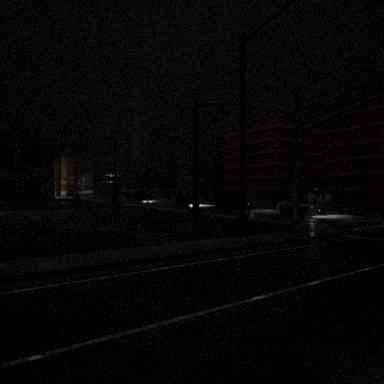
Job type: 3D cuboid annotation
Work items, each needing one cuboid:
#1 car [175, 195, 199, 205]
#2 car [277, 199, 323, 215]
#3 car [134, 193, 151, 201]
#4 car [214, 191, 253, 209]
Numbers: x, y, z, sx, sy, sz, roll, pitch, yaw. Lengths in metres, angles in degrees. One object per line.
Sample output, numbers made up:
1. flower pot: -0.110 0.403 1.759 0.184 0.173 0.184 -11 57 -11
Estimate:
1. car: -0.701 1.115 49.033 1.994 1.385 4.181 0 1 -34
2. car: 10.481 1.393 32.690 1.812 1.442 4.674 0 1 -34
3. car: -9.143 0.862 61.462 1.994 1.385 4.181 0 1 -34
4. car: 4.961 0.948 40.762 2.150 2.045 5.566 0 1 -35
